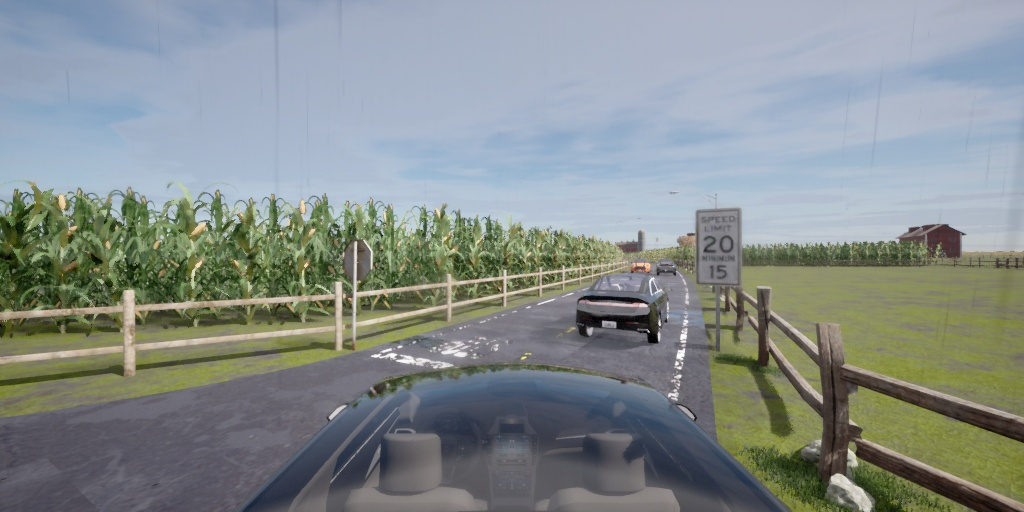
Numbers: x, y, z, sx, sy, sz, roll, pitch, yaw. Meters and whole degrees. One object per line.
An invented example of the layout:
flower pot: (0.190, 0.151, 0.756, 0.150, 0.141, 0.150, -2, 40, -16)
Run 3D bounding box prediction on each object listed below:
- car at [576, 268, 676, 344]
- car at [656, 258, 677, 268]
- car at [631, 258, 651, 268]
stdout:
car: (3.170, 1.244, 9.776, 2.128, 1.511, 4.902, 0, 0, 27)
car: (16.256, 1.244, 37.710, 2.128, 1.511, 4.902, 0, 0, 24)
car: (15.432, 1.099, 42.909, 2.097, 1.767, 4.553, 0, 0, 22)
